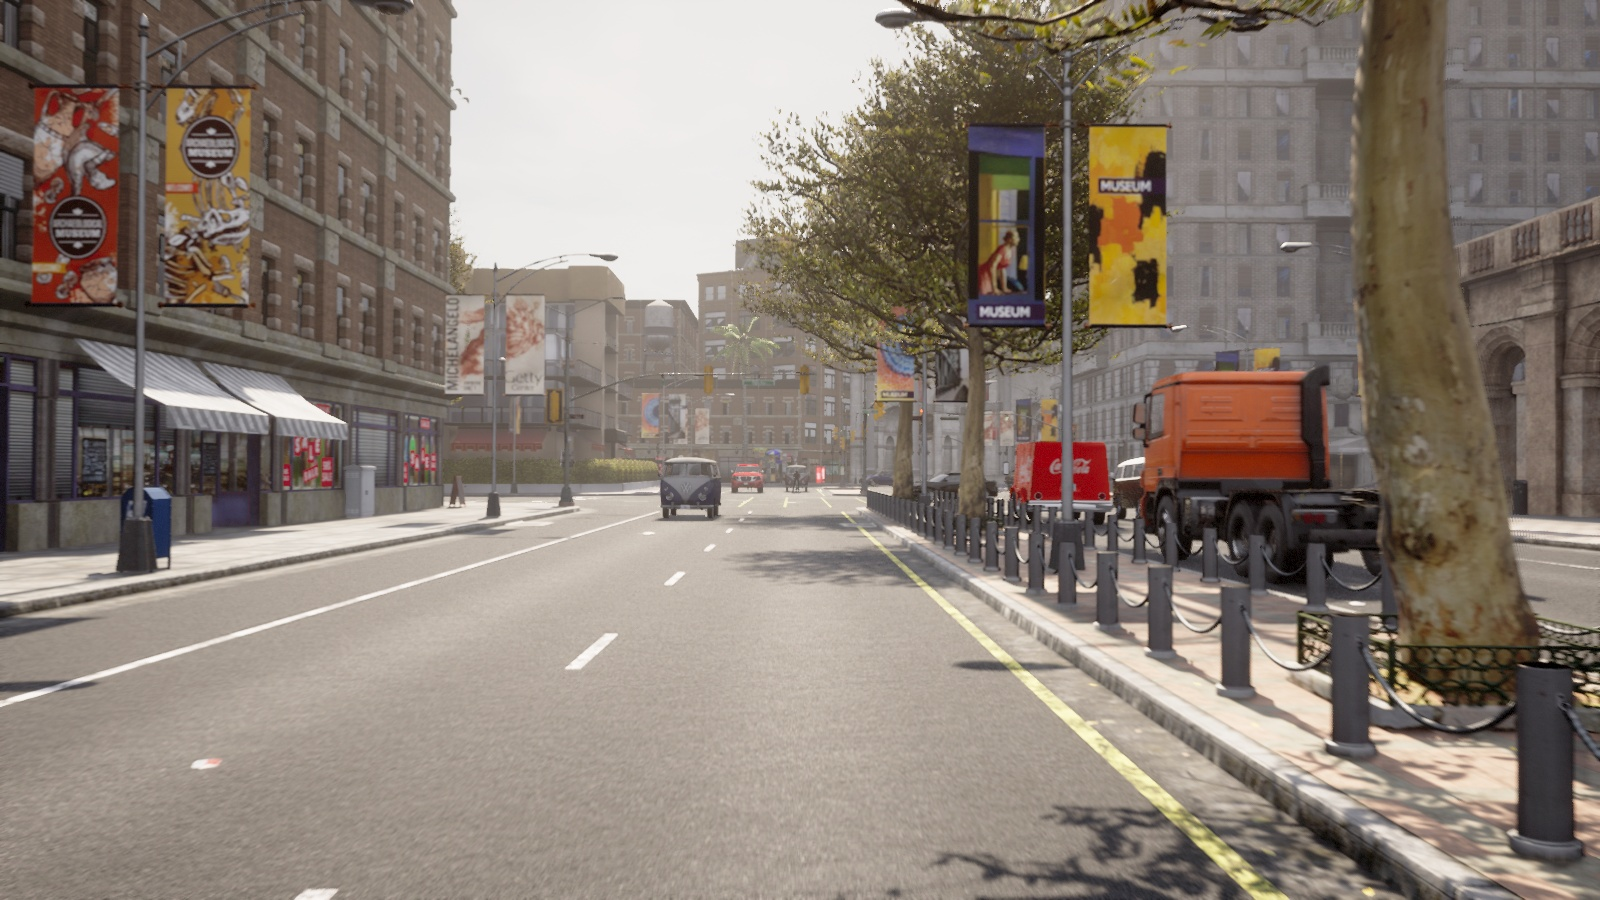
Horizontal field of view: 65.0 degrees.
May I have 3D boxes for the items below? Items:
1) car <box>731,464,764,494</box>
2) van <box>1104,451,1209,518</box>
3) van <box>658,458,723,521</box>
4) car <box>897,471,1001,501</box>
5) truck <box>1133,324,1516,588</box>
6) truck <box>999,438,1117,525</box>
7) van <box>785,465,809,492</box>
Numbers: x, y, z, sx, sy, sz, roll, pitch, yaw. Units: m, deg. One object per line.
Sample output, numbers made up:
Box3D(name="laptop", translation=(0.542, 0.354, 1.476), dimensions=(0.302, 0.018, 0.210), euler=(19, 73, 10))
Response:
Box3D(name="car", translation=(-3.720, 2.056, 90.051), dimensions=(2.150, 2.045, 5.566), euler=(0, -1, 0))
Box3D(name="van", translation=(11.400, 1.158, 40.471), dimensions=(2.069, 2.038, 4.480), euler=(0, -3, 0))
Box3D(name="van", translation=(-3.603, 1.283, 41.859), dimensions=(1.775, 1.987, 4.442), euler=(0, -1, 0))
Box3D(name="car", translation=(7.720, 1.849, 64.961), dimensions=(5.008, 1.535, 1.882), euler=(0, -1, -17))
Box3D(name="truck", translation=(7.939, 0.144, 20.468), dimensions=(2.891, 3.462, 7.936), euler=(0, -1, 0))
Box3D(name="truck", translation=(7.798, 0.943, 38.620), dimensions=(2.627, 2.467, 5.204), euler=(0, -1, 1))
Box3D(name="van", translation=(-0.234, 2.165, 95.353), dimensions=(1.775, 1.987, 4.442), euler=(0, -1, 0))
